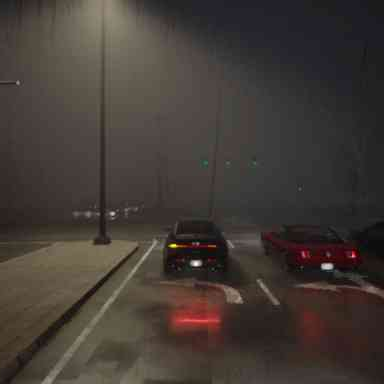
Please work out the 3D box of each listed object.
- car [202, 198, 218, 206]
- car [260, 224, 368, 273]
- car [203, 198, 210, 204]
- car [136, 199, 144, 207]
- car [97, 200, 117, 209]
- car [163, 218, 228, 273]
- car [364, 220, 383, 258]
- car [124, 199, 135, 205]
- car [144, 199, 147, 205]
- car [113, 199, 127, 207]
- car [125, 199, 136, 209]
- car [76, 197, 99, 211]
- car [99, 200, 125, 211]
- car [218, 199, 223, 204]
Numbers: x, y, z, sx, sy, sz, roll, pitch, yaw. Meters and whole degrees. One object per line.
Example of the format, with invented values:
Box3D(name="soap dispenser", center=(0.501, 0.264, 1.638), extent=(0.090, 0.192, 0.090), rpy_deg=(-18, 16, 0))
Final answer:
Box3D(name="car", center=(3.723, 2.198, 69.574), extent=(1.882, 1.535, 5.008), rpy_deg=(0, -1, 0))
Box3D(name="car", center=(3.604, 1.717, 11.082), extent=(1.895, 1.301, 4.718), rpy_deg=(0, -1, 0))
Box3D(name="car", center=(3.919, 2.473, 91.767), extent=(1.812, 1.442, 4.674), rpy_deg=(0, -1, 2))
Box3D(name="car", center=(-11.384, 2.283, 66.005), extent=(1.895, 1.301, 4.718), rpy_deg=(0, -1, 0))
Box3D(name="car", center=(-14.945, 2.155, 58.805), extent=(2.033, 1.411, 5.357), rpy_deg=(0, -1, 1))
Box3D(name="car", center=(0.099, 1.620, 11.030), extent=(1.837, 1.490, 4.892), rpy_deg=(0, -1, 0))
Box3D(name="car", center=(7.109, 1.645, 11.350), extent=(1.812, 1.442, 4.674), rpy_deg=(0, -1, 0))
Box3D(name="car", center=(-14.844, 2.333, 78.956), extent=(1.812, 1.442, 4.674), rpy_deg=(0, -1, 0))
Box3D(name="car", center=(-11.363, 2.336, 75.857), extent=(1.994, 1.385, 4.181), rpy_deg=(0, -1, 0))
Box3D(name="car", center=(-14.879, 2.263, 68.751), extent=(1.994, 1.385, 4.181), rpy_deg=(0, -1, 0))
Box3D(name="car", center=(-11.470, 2.094, 57.033), extent=(1.837, 1.490, 4.892), rpy_deg=(0, -1, 0))
Box3D(name="car", center=(-15.005, 1.723, 48.560), extent=(2.150, 2.045, 5.566), rpy_deg=(0, -1, 0))
Box3D(name="car", center=(-11.510, 2.097, 48.022), extent=(1.895, 1.301, 4.718), rpy_deg=(0, -1, 0))
Box3D(name="car", center=(7.412, 2.499, 91.449), extent=(1.994, 1.385, 4.181), rpy_deg=(0, -1, 2))
